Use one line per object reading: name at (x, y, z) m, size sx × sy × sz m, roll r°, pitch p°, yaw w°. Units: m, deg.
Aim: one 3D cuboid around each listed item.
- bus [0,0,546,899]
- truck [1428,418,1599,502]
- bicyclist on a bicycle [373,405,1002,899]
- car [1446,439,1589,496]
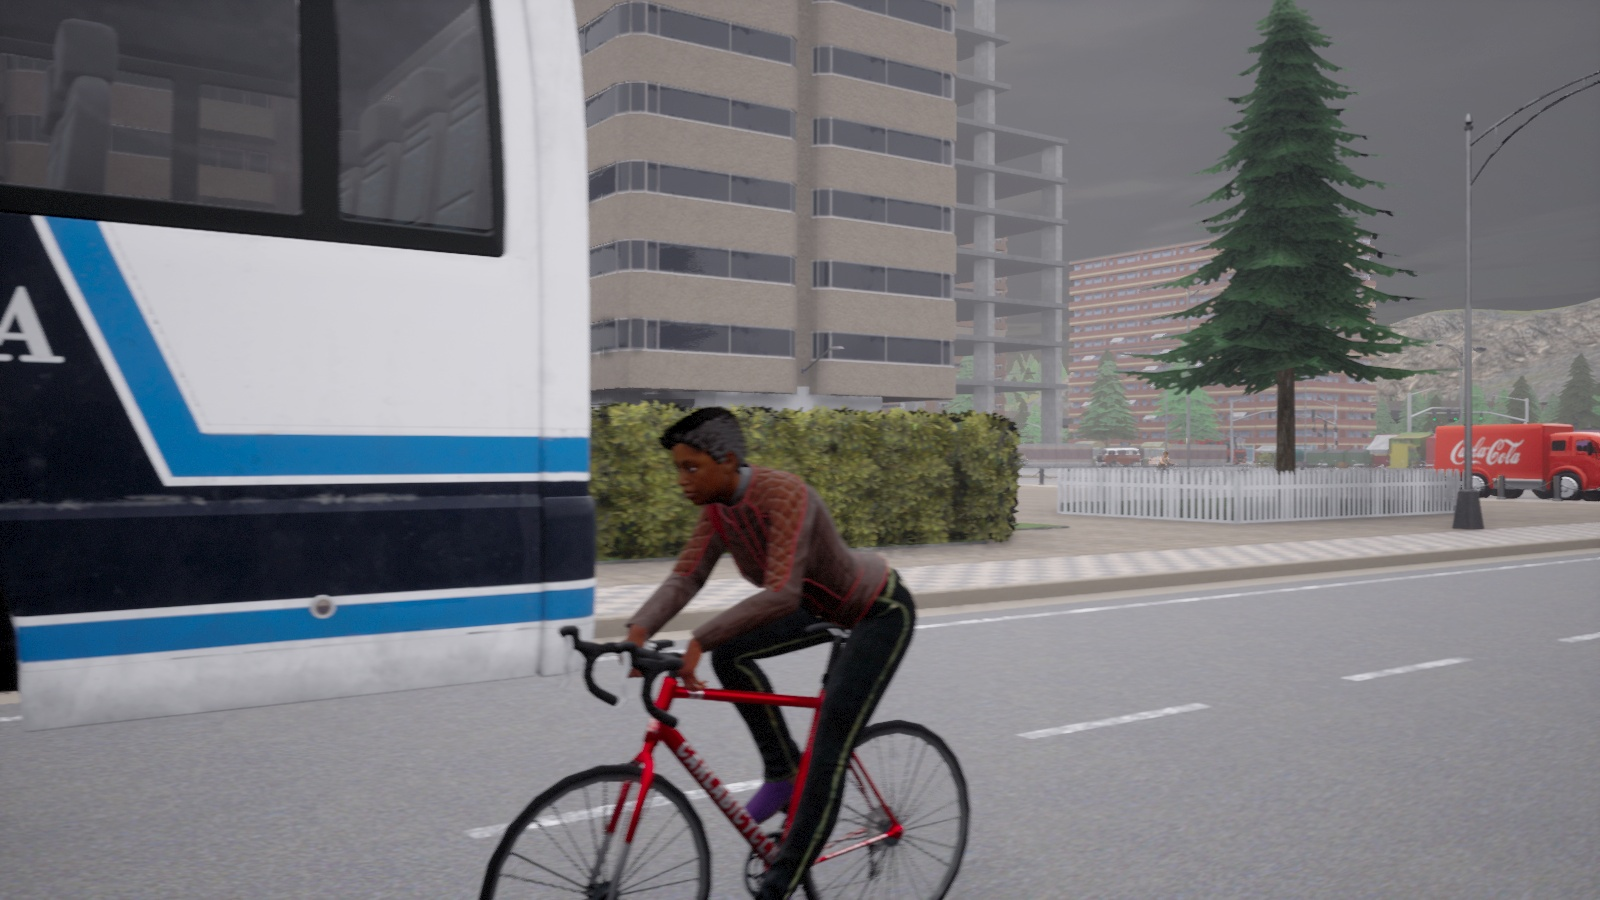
bus at (-6.332, -0.610, 3.523) m, size 10.273 × 4.253 × 3.944 m, roll 0°, pitch 0°, yaw -35°
truck at (23.209, 0.307, 39.888) m, size 2.627 × 2.467 × 5.204 m, roll 0°, pitch 0°, yaw -35°
bicyclist on a bicycle at (-0.252, 0.707, 3.482) m, size 1.656 × 1.620 × 0.582 m, roll 0°, pitch 0°, yaw -35°
car at (24.874, 0.595, 43.613) m, size 1.905 × 1.878 × 3.866 m, roll 0°, pitch 0°, yaw -35°
